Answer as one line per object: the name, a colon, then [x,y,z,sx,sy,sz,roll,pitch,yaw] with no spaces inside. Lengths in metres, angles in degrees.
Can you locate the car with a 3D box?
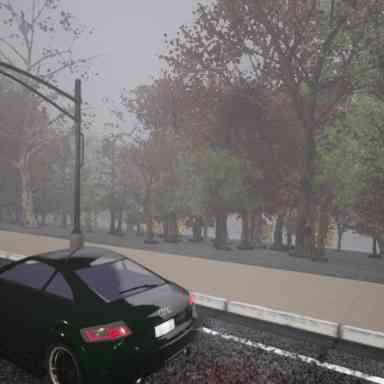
car: [-1.945,1.562,5.073,4.181,1.385,1.994,0,0,36]
